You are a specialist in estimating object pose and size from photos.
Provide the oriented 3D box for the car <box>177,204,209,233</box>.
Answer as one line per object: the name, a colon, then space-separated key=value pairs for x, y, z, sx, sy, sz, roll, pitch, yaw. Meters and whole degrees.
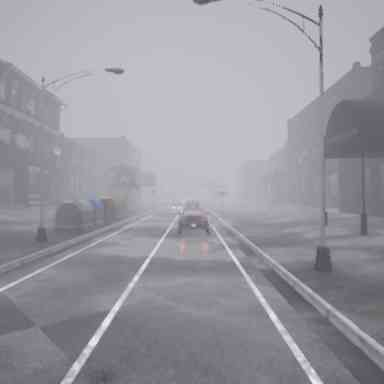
car: x=0.090 y=1.718 z=20.972 sx=1.812 sy=1.442 sz=4.674 roll=0 pitch=-1 yaw=0

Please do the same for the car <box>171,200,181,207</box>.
car: x=-3.039 y=2.244 z=67.085 sx=1.994 sy=1.385 sz=4.181 roll=0 pitch=0 yaw=0

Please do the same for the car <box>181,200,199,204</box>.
car: x=0.082 y=1.756 z=38.863 sx=2.097 sy=1.767 sz=4.553 roll=0 pitch=-1 yaw=0
